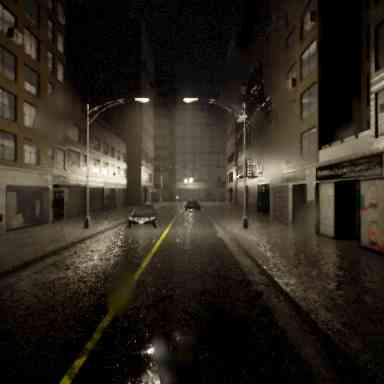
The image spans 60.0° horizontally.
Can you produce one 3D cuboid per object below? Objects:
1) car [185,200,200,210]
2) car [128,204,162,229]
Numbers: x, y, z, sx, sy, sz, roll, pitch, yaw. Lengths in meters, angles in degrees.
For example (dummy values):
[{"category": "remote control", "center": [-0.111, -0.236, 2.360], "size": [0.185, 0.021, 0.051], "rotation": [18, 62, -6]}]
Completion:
[{"category": "car", "center": [0.108, 1.691, 44.426], "size": [1.994, 1.385, 4.181], "rotation": [0, 0, 0]}, {"category": "car", "center": [-3.095, 1.584, 22.519], "size": [1.812, 1.442, 4.674], "rotation": [0, 0, 0]}]
